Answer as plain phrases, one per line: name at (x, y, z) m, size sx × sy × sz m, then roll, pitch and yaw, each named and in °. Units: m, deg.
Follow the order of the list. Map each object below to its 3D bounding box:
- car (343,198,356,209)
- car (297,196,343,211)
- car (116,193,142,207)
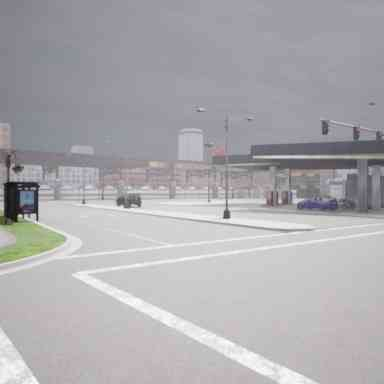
car at (18.626, 1.451, 42.267) m, size 1.970 × 1.475 × 3.806 m, roll 0°, pitch 0°, yaw -35°
car at (14.352, 1.291, 38.353) m, size 2.242 × 1.667 × 4.611 m, roll 0°, pitch 0°, yaw -35°
car at (-9.459, 1.218, 49.552) m, size 2.150 × 2.045 × 5.566 m, roll 0°, pitch 0°, yaw -35°
